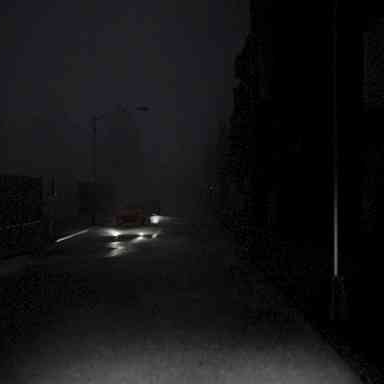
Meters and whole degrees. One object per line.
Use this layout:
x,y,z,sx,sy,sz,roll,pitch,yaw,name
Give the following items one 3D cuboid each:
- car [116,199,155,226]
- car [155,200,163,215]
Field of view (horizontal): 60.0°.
-4.096,1.505,24.014,1.882,1.535,5.008,0,0,0,car
-4.063,1.544,34.041,1.837,1.490,4.892,0,0,1,car
